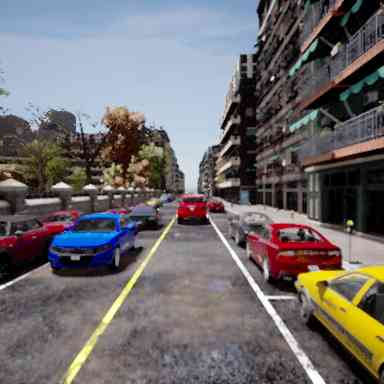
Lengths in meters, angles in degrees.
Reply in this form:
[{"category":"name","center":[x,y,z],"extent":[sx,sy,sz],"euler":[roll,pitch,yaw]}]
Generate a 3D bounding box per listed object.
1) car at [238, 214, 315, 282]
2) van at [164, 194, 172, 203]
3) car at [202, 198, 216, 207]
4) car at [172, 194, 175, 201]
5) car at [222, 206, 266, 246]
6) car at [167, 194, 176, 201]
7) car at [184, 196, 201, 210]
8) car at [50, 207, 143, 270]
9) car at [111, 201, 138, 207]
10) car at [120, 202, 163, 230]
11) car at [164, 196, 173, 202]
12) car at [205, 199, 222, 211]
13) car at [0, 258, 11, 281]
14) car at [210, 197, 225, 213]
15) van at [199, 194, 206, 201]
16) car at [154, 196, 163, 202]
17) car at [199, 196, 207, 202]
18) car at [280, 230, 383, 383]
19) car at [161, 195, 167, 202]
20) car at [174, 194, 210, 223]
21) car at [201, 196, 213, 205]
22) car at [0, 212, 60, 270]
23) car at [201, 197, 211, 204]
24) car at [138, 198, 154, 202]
[{"category":"car","center":[2.688,1.552,9.623],"extent":[1.887,1.381,4.507],"euler":[0,0,0]},{"category":"van","center":[-5.688,1.417,70.509],"extent":[1.690,1.788,3.998],"euler":[0,0,0]},{"category":"car","center":[2.692,1.619,53.905],"extent":[1.947,1.339,4.313],"euler":[0,0,0]},{"category":"car","center":[-5.687,1.399,76.045],"extent":[2.192,1.841,5.009],"euler":[0,0,0]},{"category":"car","center":[2.688,1.563,15.158],"extent":[2.008,1.369,4.403],"euler":[0,0,0]},{"category":"car","center":[-5.685,1.424,92.651],"extent":[2.192,1.841,5.009],"euler":[0,0,0]},{"category":"car","center":[0.077,1.391,43.386],"extent":[2.097,1.767,4.553],"euler":[0,0,0]},{"category":"car","center":[-3.083,1.487,11.326],"extent":[1.882,1.535,5.008],"euler":[0,0,0]},{"category":"car","center":[-5.691,1.604,26.228],"extent":[1.802,1.307,4.206],"euler":[0,0,0]},{"category":"car","center":[-3.041,1.581,21.234],"extent":[1.994,1.385,4.181],"euler":[0,0,1]},{"category":"car","center":[-5.685,1.643,81.580],"extent":[2.008,1.369,4.403],"euler":[0,0,0]},{"category":"car","center":[2.691,1.584,42.834],"extent":[1.887,1.381,4.507],"euler":[0,0,0]},{"category":"car","center":[-3.110,1.527,1.633],"extent":[1.812,1.442,4.674],"euler":[0,0,0]},{"category":"car","center":[2.691,1.577,37.299],"extent":[1.887,1.381,4.507],"euler":[0,0,0]},{"category":"van","center":[2.694,1.441,87.116],"extent":[1.690,1.788,3.998],"euler":[0,0,0]},{"category":"car","center":[-5.689,1.571,48.199],"extent":[1.752,1.417,4.829],"euler":[0,0,0]},{"category":"car","center":[2.695,1.657,81.580],"extent":[1.947,1.339,4.313],"euler":[0,0,0]},{"category":"car","center":[2.687,1.528,4.258],"extent":[1.752,1.417,4.829],"euler":[0,0,0]},{"category":"car","center":[-5.688,1.604,53.905],"extent":[2.008,1.369,4.403],"euler":[0,0,0]},{"category":"car","center":[0.025,1.247,25.969],"extent":[2.150,2.045,5.566],"euler":[0,0,0]},{"category":"car","center":[2.692,1.500,59.439],"extent":[1.967,1.590,4.097],"euler":[0,0,0]},{"category":"car","center":[-5.693,1.448,9.623],"extent":[1.967,1.590,4.097],"euler":[0,0,0]},{"category":"car","center":[2.693,1.634,64.975],"extent":[1.947,1.339,4.313],"euler":[0,0,0]},{"category":"car","center":[-5.690,1.615,37.299],"extent":[1.802,1.307,4.206],"euler":[0,0,0]}]
